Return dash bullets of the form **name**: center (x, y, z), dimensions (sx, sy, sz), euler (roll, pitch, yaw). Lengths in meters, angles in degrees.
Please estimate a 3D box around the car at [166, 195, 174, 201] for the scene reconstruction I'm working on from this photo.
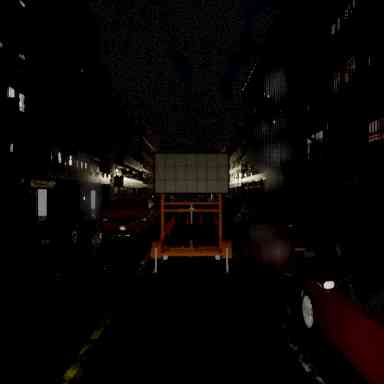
- **car**: center (-5.821, 1.516, 88.427), dimensions (1.887, 1.381, 4.507), euler (0, 0, 0)

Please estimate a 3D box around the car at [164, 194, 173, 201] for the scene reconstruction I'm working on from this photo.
- **car**: center (-5.813, 1.414, 82.789), dimensions (1.967, 1.590, 4.097), euler (0, 0, 0)

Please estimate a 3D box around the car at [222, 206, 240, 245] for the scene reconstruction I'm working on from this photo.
- **car**: center (2.670, 1.550, 15.161), dimensions (2.008, 1.369, 4.403), euler (0, 0, 0)

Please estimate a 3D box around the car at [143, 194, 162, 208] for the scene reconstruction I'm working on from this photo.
- **car**: center (-5.761, 1.305, 48.972), dimensions (2.192, 1.841, 5.009), euler (0, 0, 0)

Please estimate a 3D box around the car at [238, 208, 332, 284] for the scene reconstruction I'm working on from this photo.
- **car**: center (2.679, 1.440, 9.526), dimensions (1.967, 1.590, 4.097), euler (0, 0, 0)

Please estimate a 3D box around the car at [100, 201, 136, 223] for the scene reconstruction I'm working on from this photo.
- **car**: center (-5.728, 1.523, 26.255), dimensions (1.752, 1.417, 4.829), euler (0, 0, 0)

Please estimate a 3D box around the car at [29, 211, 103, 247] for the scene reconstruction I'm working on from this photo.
- **car**: center (-5.711, 1.565, 15.152), dimensions (1.947, 1.339, 4.313), euler (0, 0, 0)

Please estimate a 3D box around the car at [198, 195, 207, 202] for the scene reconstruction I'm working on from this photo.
- **car**: center (2.576, 1.503, 77.332), dimensions (1.752, 1.417, 4.829), euler (0, 0, 0)

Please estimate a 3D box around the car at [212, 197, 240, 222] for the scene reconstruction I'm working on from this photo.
- **car**: center (2.654, 1.312, 26.435), dimensions (2.192, 1.841, 5.009), euler (0, 0, 0)

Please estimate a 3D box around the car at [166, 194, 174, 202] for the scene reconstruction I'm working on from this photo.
- **car**: center (-5.803, 1.292, 77.154), dimensions (2.192, 1.841, 5.009), euler (0, 0, 0)

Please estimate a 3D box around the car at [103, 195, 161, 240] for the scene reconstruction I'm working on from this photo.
- **car**: center (-3.025, 1.220, 17.236), dimensions (2.150, 2.045, 5.566), euler (0, 0, 0)

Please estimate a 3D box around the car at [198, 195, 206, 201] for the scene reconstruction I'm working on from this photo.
- **car**: center (2.559, 1.516, 88.435), dimensions (1.887, 1.381, 4.507), euler (0, 0, 0)

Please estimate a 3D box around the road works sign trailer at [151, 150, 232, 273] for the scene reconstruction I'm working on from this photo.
- **road works sign trailer**: center (-0.015, 0.464, 10.654), dimensions (2.380, 3.560, 2.880), euler (0, 0, 0)

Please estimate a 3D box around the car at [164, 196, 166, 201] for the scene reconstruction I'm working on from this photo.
- **car**: center (-5.771, 1.570, 54.608), dimensions (1.802, 1.307, 4.206), euler (0, 0, 0)

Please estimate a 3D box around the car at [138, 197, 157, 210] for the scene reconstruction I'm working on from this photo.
- **car**: center (-5.753, 1.432, 43.335), dimensions (1.967, 1.590, 4.097), euler (0, 0, 0)

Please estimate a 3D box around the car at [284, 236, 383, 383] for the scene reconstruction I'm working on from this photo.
- **car**: center (2.687, 1.545, 3.889), dimensions (1.887, 1.381, 4.507), euler (0, 0, 0)
